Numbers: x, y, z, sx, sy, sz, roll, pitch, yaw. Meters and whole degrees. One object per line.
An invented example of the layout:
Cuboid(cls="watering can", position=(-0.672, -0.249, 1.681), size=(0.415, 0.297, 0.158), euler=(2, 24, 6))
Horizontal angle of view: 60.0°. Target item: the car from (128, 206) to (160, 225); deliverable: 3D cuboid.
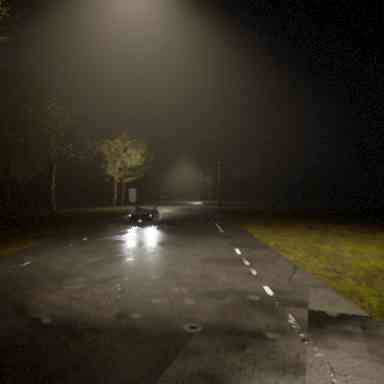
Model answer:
Cuboid(cls="car", position=(-3.581, 1.709, 25.201), size=(1.895, 1.301, 4.718), euler=(0, 0, 0))
